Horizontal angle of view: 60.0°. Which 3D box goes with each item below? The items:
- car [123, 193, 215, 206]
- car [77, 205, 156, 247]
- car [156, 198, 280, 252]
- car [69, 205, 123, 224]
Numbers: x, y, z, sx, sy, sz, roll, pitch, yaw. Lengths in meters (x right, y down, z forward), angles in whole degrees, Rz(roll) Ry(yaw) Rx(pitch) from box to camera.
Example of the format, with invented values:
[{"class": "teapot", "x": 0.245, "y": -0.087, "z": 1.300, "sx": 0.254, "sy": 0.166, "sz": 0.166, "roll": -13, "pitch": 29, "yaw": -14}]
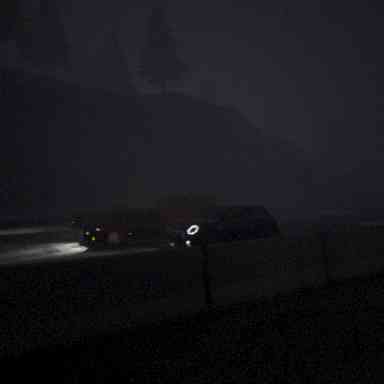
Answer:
[{"class": "car", "x": -0.926, "y": 1.100, "z": 19.847, "sx": 5.566, "sy": 2.045, "sz": 2.150, "roll": -1, "pitch": 0, "yaw": -31}, {"class": "car", "x": -2.574, "y": 1.484, "z": 14.672, "sx": 4.181, "sy": 1.385, "sz": 1.994, "roll": -1, "pitch": 0, "yaw": -32}, {"class": "car", "x": 1.221, "y": 1.263, "z": 12.921, "sx": 4.553, "sy": 1.767, "sz": 2.097, "roll": -1, "pitch": 0, "yaw": -31}, {"class": "car", "x": -5.294, "y": 1.494, "z": 21.267, "sx": 4.718, "sy": 1.301, "sz": 1.895, "roll": -1, "pitch": 0, "yaw": -32}]
